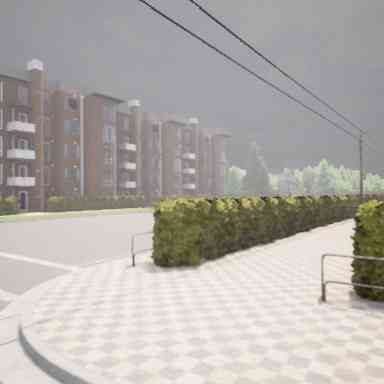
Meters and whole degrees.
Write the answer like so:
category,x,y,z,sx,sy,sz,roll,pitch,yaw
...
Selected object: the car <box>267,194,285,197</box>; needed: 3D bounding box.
category,x,y,z,sx,sy,sz,roll,pitch,yaw
car,12.129,1.354,46.744,2.150,2.045,5.566,-1,0,37
